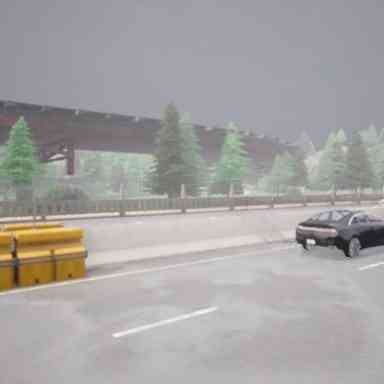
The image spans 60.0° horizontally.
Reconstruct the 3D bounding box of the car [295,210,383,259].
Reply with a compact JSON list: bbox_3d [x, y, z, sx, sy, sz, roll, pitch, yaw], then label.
[{"bbox_3d":[5.878,1.404,12.282,4.902,1.511,2.128,-1,0,-35],"label":"car"}]
